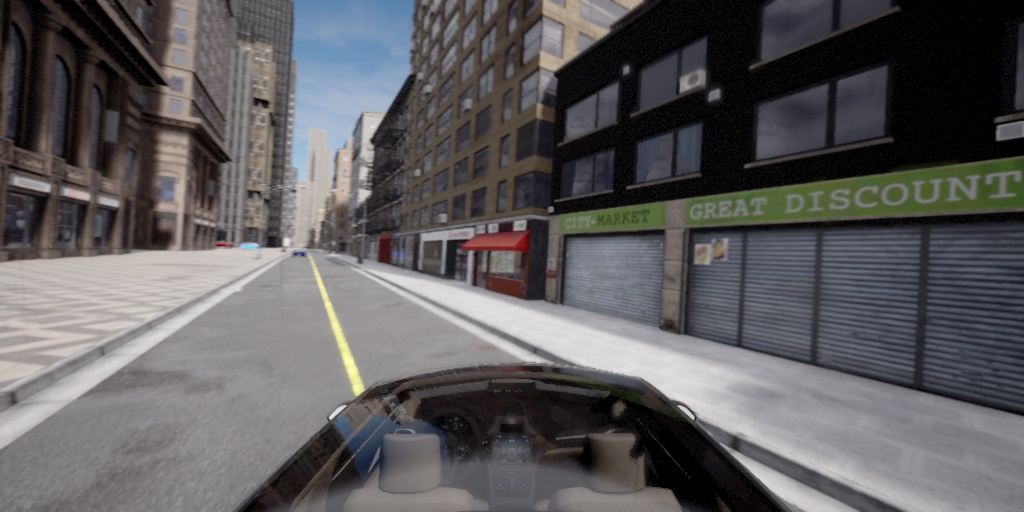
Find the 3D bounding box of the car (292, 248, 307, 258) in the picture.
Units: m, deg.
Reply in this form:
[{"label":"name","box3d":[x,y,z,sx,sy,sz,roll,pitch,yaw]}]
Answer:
[{"label":"car","box3d":[-30.692,-0.405,51.836,1.895,1.301,4.718,4,0,-30]}]
